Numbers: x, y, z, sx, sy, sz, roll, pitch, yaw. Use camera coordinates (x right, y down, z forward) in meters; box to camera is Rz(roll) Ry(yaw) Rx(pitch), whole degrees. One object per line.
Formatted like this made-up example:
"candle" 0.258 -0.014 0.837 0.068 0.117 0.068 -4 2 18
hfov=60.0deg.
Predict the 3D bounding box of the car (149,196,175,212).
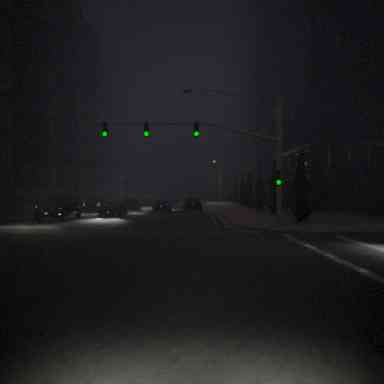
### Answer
"car" -3.410 1.519 38.611 1.994 1.385 4.181 0 0 0

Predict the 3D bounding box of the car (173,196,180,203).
"car" -3.522 1.481 68.148 1.994 1.385 4.181 0 0 0

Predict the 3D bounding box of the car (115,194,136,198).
"car" -10.539 1.444 53.295 1.837 1.490 4.892 0 0 0

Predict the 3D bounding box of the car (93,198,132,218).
"car" -7.083 1.530 29.978 1.994 1.385 4.181 0 0 0

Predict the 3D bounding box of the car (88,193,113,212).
"car" -10.590 1.310 36.718 2.097 1.767 4.553 0 0 0

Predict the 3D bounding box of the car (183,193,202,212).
"car" 0.091 1.308 37.945 2.097 1.767 4.553 0 0 0

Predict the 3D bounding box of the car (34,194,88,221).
"car" -10.588 1.191 26.883 2.150 2.045 5.566 0 0 0

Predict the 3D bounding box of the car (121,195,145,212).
"car" -7.079 1.459 38.959 1.837 1.490 4.892 0 0 0

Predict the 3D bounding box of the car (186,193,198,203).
"car" 0.019 1.145 66.590 2.150 2.045 5.566 0 0 1

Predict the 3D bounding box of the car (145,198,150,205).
"car" -7.054 1.542 50.825 1.895 1.301 4.718 0 0 1
